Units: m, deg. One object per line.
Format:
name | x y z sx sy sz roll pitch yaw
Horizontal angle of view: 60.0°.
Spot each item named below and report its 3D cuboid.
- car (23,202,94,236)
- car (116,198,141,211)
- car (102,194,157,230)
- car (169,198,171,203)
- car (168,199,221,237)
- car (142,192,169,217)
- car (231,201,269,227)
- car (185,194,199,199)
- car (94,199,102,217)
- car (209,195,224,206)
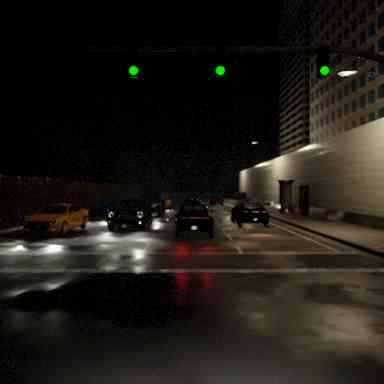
car | -7.092 1.342 17.785 1.882 1.535 5.008 0 0 0
car | -7.001 1.342 37.271 1.895 1.301 4.718 0 0 1
car | -3.586 1.201 19.895 2.097 1.767 4.553 0 0 0
car | -3.501 1.202 39.633 1.882 1.535 5.008 0 0 0
car | 0.099 1.355 17.148 2.128 1.511 4.902 0 0 0
car | -3.563 1.010 29.483 2.150 2.045 5.566 0 0 0
car | 3.600 1.327 21.211 2.128 1.511 4.902 0 0 0
car | -0.001 1.026 47.272 2.097 1.767 4.553 0 0 0
car | -7.080 1.283 27.107 1.882 1.535 5.008 0 0 0
car | 3.507 1.191 48.216 1.812 1.442 4.674 0 1 0
